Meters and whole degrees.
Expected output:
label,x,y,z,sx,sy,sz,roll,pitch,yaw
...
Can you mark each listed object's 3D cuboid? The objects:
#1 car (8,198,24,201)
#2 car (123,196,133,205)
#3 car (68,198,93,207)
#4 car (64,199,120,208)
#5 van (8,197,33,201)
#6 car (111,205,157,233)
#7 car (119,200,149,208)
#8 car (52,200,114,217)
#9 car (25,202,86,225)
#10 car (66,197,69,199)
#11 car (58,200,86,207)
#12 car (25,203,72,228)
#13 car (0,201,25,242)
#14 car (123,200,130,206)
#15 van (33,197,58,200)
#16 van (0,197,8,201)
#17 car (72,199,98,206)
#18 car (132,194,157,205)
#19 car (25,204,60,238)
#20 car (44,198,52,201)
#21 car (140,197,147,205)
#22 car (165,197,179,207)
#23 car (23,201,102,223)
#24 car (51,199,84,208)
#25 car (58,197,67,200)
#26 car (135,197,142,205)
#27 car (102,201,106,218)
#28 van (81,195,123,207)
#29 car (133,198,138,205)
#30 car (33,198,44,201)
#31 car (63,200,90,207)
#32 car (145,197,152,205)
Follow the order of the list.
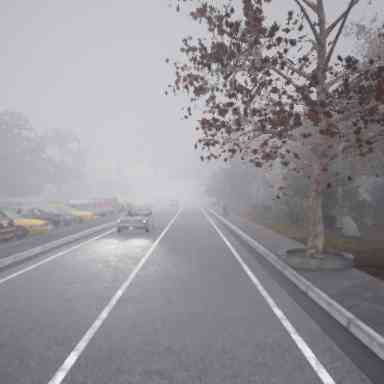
label,x,y,z,sx,sy,sz,roll,pitch,yaw
car,-23.344,1.807,39.604,5.008,1.535,2.097,0,-1,0
car,-10.287,1.710,42.295,4.553,1.767,2.185,0,-1,0
car,-23.330,2.181,69.939,4.553,1.767,2.185,0,-1,0
car,-10.238,1.781,33.968,4.792,1.488,2.163,0,-1,0
van,-23.227,1.611,42.392,4.442,1.987,1.878,0,-1,0
car,-3.356,1.719,20.581,1.895,1.301,4.718,0,-1,0
car,-10.240,2.106,58.940,4.892,1.521,2.231,0,-1,0
car,-10.241,1.754,31.192,4.792,1.488,2.163,0,-1,0
car,-10.288,1.645,22.864,4.892,1.521,2.231,0,-1,0
car,-23.346,1.803,56.218,5.566,2.045,2.435,0,-1,0
car,-23.303,2.247,64.521,4.674,1.452,2.002,0,-1,0
car,-10.279,1.618,20.088,4.892,1.521,2.231,0,-1,0
car,-10.262,1.437,14.537,4.553,1.767,2.185,0,-1,0
car,-10.289,1.836,39.520,4.792,1.488,2.163,0,-1,0
van,-23.441,1.726,50.555,4.442,1.987,1.878,0,-1,0
van,-23.459,1.554,36.837,4.442,1.987,1.878,0,-1,0
car,-23.290,2.358,72.708,5.008,1.535,2.097,0,-1,0
car,-10.254,1.956,64.497,5.566,2.045,2.435,0,-1,0
car,-10.104,1.587,17.311,5.366,1.575,1.946,0,-1,0
car,-23.357,1.936,47.780,4.792,1.488,2.163,0,-1,0
car,-10.059,1.948,50.492,5.366,1.575,1.946,0,-1,0
car,-3.393,2.128,62.272,1.837,1.490,4.892,0,-1,0
car,-10.093,1.668,25.639,5.366,1.575,1.946,0,-1,0
car,-23.124,2.153,61.752,5.366,1.575,1.946,0,-1,0
car,-23.292,2.032,53.444,4.792,1.488,2.163,0,-1,0
car,-10.434,1.905,47.840,5.366,1.575,1.946,0,-1,0
car,-10.245,1.727,28.415,4.792,1.488,2.163,0,-1,0
van,-10.380,1.553,36.746,4.442,1.987,1.878,0,-1,0
car,-10.246,1.870,45.073,4.892,1.521,2.231,0,-1,0
car,-23.361,1.899,45.141,4.792,1.488,2.163,0,-1,0
car,-23.273,2.288,67.291,4.792,1.488,2.163,0,-1,0
car,-10.052,2.050,56.165,5.366,1.575,1.946,0,-1,0
